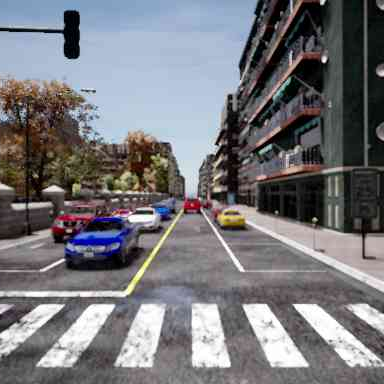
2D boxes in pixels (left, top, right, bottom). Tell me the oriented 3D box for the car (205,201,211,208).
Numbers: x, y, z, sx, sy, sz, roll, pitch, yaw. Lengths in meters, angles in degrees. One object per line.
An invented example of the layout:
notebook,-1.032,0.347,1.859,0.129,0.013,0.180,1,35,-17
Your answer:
car,2.698,1.938,34.510,2.008,1.369,4.403,0,-1,0

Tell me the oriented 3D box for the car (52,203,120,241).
car,-5.689,1.514,17.910,2.192,1.841,5.009,0,-1,0

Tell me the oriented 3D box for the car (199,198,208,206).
car,2.713,2.343,78.789,1.967,1.590,4.097,0,-1,0

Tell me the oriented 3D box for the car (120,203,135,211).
car,-5.685,1.764,28.978,1.967,1.590,4.097,0,-1,0

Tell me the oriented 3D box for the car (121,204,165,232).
car,-3.102,1.770,21.925,1.812,1.442,4.674,0,-1,1

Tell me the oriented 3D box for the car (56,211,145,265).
car,-3.097,1.662,12.307,1.812,1.442,4.674,0,-1,0

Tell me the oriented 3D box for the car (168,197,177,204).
car,-5.662,2.417,95.397,2.192,1.841,5.009,0,-1,0

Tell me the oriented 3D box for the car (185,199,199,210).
car,0.018,1.958,53.612,2.097,1.767,4.553,0,-1,0

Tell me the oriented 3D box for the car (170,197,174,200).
car,-5.668,2.388,73.256,2.008,1.369,4.403,0,-1,0

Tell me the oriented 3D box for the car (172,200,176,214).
car,-3.018,2.034,41.795,1.994,1.385,4.181,0,-1,0

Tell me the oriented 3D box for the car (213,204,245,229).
car,2.694,1.788,23.610,1.752,1.417,4.829,0,-1,0

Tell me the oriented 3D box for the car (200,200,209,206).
car,2.712,2.403,73.253,1.947,1.339,4.313,0,-1,0

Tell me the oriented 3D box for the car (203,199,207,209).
car,2.706,2.186,56.649,1.887,1.381,4.507,0,-1,0

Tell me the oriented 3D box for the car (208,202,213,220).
car,2.696,1.869,28.974,1.887,1.381,4.507,0,-1,0

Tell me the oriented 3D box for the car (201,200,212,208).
car,2.708,2.251,62.183,1.887,1.381,4.507,0,-1,0

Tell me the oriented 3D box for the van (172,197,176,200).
van,-5.664,2.377,89.861,1.690,1.788,3.998,0,-1,0

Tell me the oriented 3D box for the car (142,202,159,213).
car,-5.678,2.096,45.581,1.802,1.307,4.206,0,-1,0

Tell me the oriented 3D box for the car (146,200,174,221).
car,-3.072,1.830,31.423,1.882,1.535,5.008,0,-1,0

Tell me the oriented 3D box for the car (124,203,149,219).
car,-5.682,1.932,34.512,1.887,1.381,4.507,0,-1,0

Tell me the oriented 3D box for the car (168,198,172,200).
car,-5.670,2.295,67.551,1.752,1.417,4.829,0,-1,0

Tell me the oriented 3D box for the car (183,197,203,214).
car,0.015,1.708,43.254,2.150,2.045,5.566,0,-1,0
